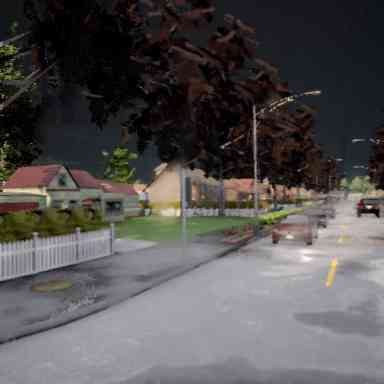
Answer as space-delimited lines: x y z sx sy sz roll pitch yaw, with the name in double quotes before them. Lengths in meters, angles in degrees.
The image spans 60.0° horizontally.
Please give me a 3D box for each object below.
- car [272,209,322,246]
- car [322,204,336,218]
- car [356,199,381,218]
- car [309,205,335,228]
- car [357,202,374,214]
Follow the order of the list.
"car" 5.505 1.839 17.421 1.812 1.442 4.674 -2 -1 26
"car" 14.208 2.065 35.270 2.128 1.511 4.902 -2 -1 26
"car" 19.535 1.743 36.837 2.150 2.045 5.566 -2 -1 27
"car" 9.733 1.988 26.116 2.033 1.411 5.357 -2 -1 26
"car" 24.091 2.187 46.288 1.812 1.442 4.674 -2 -1 26
